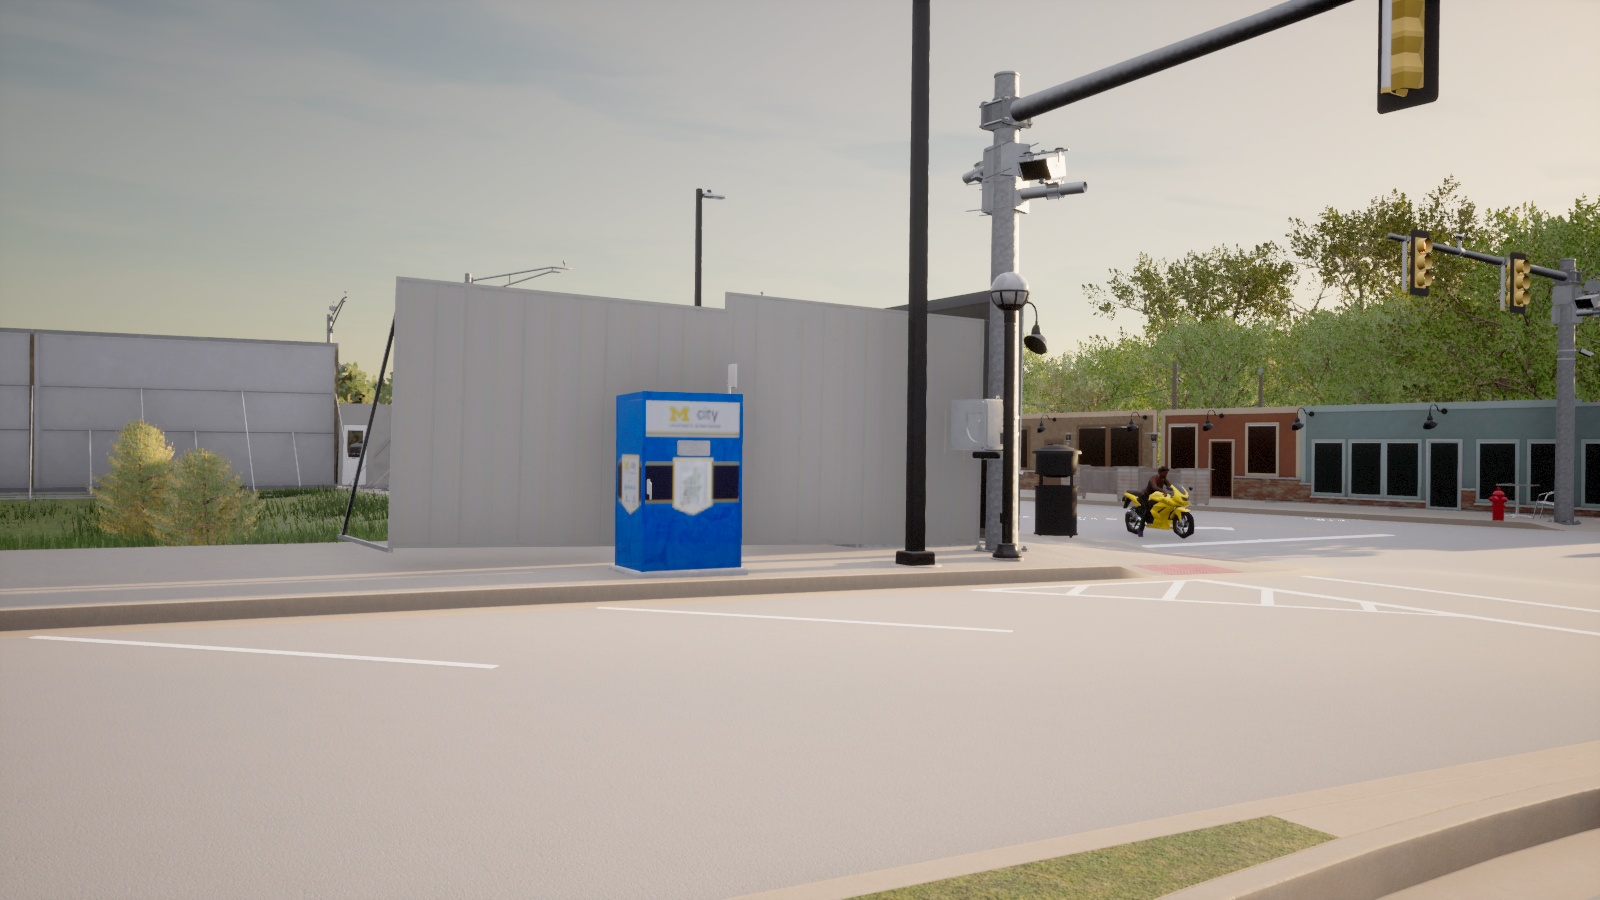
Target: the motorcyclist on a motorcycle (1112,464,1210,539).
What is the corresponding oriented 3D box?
[{"bbox_3d":[7.667,1.065,26.778,0.797,1.523,2.044,0,0,-29],"label":"motorcyclist on a motorcycle"}]
